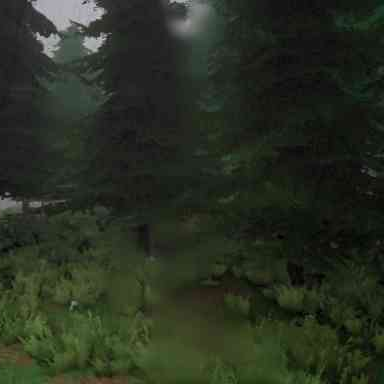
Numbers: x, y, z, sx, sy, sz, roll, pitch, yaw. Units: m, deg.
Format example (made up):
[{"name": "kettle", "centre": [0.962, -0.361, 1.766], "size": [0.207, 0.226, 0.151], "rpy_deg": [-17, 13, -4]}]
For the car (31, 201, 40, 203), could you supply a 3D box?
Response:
[{"name": "car", "centre": [-28.498, 1.987, 63.325], "size": [1.816, 1.474, 4.193], "rpy_deg": [6, 3, 33]}]
